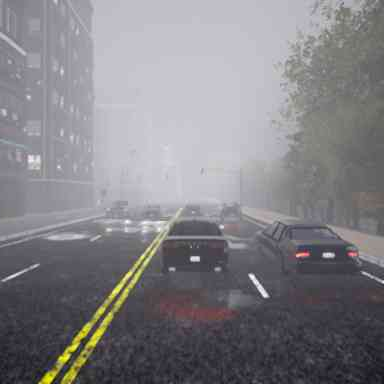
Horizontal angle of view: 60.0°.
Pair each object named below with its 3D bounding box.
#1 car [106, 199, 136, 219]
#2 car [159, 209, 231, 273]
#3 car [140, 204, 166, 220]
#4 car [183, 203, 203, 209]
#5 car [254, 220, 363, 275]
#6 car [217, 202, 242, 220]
[{"bbox_3d":[-6.591,1.516,31.179,2.097,1.767,4.553,0,0,0],"label":"car"},{"bbox_3d":[0.086,1.533,10.851,1.882,1.535,5.008,0,0,0],"label":"car"},{"bbox_3d":[-3.343,1.719,29.276,1.994,1.385,4.181,0,0,0],"label":"car"},{"bbox_3d":[0.098,1.725,30.499,1.994,1.385,4.181,0,0,0],"label":"car"},{"bbox_3d":[3.337,1.603,10.608,2.033,1.411,5.357,0,0,0],"label":"car"},{"bbox_3d":[3.347,1.650,29.987,2.128,1.511,4.902,0,0,0],"label":"car"}]
